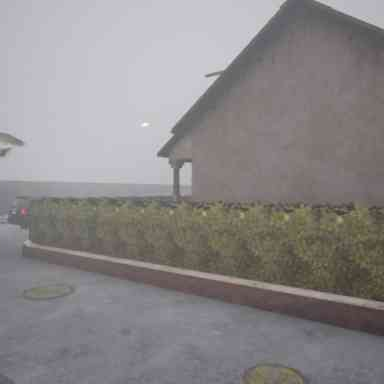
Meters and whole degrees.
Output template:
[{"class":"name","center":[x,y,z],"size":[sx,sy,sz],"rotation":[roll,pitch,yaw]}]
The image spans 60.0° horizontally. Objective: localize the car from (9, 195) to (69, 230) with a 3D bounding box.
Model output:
[{"class":"car","center":[-8.135,1.221,20.378],"size":[2.150,2.045,5.566],"rotation":[0,0,36]}]

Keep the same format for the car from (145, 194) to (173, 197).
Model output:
[{"class":"car","center":[-3.757,1.217,33.512],"size":[2.150,2.045,5.566],"rotation":[0,0,36]}]
